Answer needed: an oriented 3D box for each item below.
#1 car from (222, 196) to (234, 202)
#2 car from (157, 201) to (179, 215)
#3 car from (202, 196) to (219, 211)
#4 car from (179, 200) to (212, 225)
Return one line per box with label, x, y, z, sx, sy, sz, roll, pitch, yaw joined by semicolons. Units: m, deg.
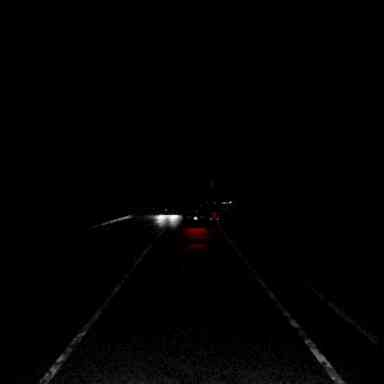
car;8.098;1.545;74.572;1.994;1.385;4.181;-2;-1;22
car;-2.387;1.634;35.234;1.994;1.385;4.181;-1;0;7
car;2.203;1.370;41.161;2.097;1.767;4.553;-1;0;9
car;0.372;1.529;24.488;1.837;1.490;4.892;0;-1;3
